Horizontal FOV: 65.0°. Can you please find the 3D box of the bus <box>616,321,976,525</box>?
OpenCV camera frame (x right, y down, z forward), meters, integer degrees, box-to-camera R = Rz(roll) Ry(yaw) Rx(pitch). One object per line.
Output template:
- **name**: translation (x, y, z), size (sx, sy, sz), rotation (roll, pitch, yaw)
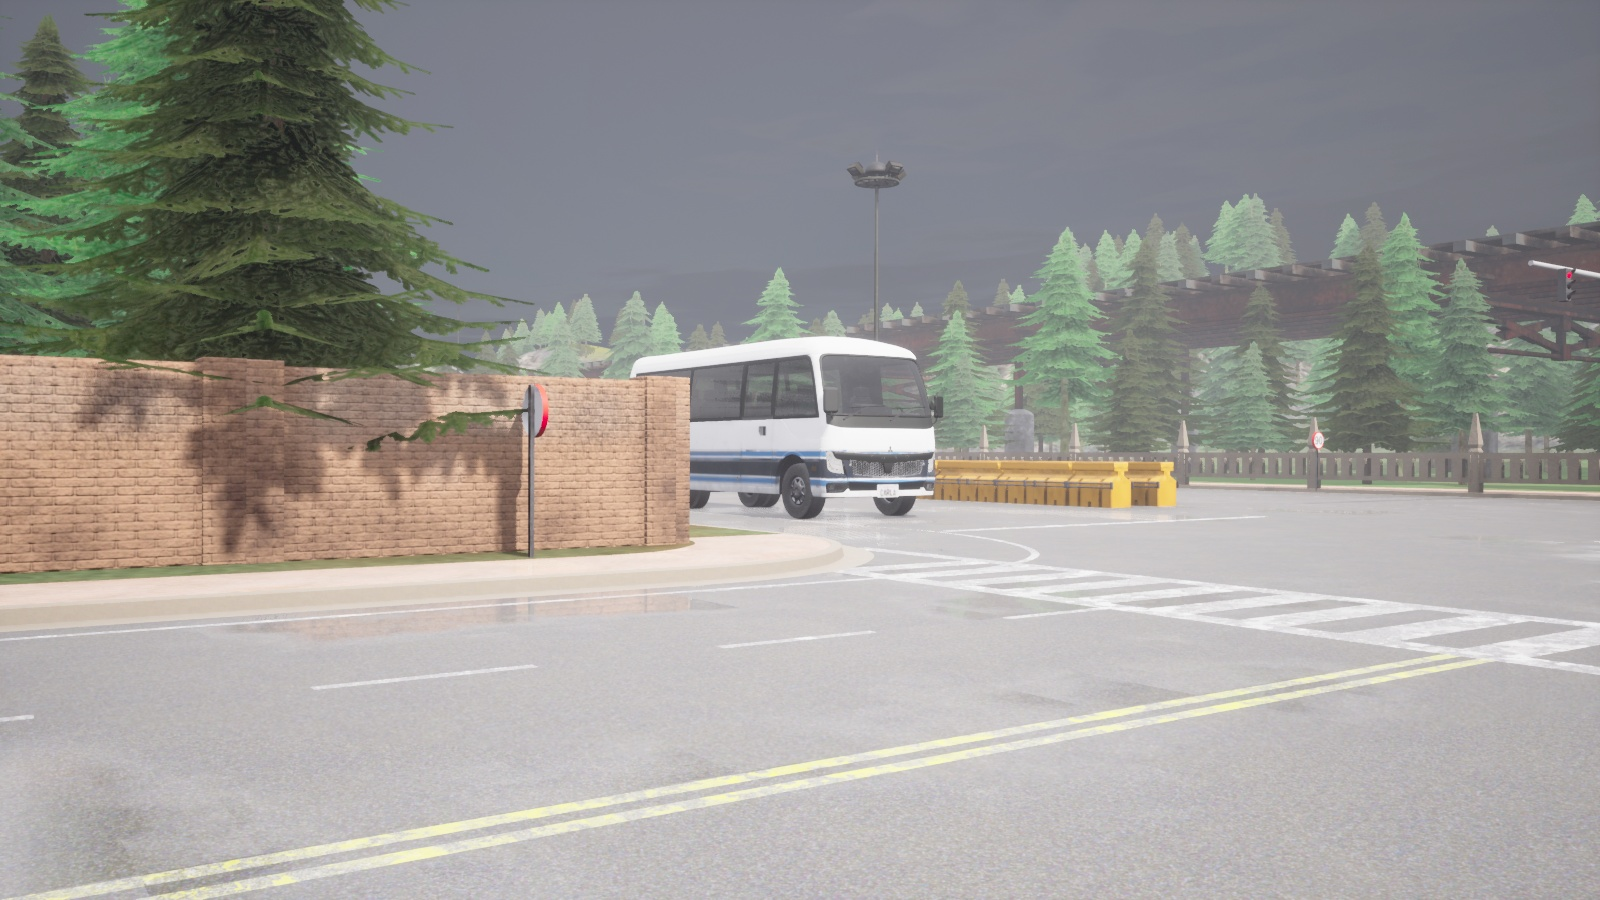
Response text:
- **bus**: translation (-0.550, -0.553, 31.584), size (3.944, 4.253, 10.273), rotation (0, 0, -35)
